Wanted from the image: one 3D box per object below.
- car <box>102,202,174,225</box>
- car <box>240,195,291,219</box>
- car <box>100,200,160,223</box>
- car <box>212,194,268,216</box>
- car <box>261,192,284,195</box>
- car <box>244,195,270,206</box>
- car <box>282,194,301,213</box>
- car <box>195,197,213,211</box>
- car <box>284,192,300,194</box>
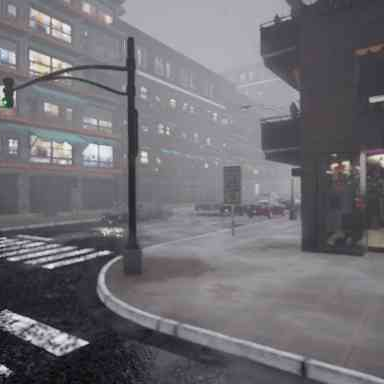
[{"bbox_3d":[-3.422,1.387,22.299,2.033,1.411,5.357,-1,0,35],"label":"car"},{"bbox_3d":[5.633,1.196,24.937,1.887,1.381,4.507,0,1,35],"label":"car"},{"bbox_3d":[-4.620,1.410,25.296,1.947,1.339,4.313,0,1,35],"label":"car"},{"bbox_3d":[4.072,1.159,27.537,2.128,1.511,4.902,-1,0,35],"label":"car"},{"bbox_3d":[8.878,0.851,39.691,2.097,1.767,4.553,-1,0,35],"label":"car"},{"bbox_3d":[8.546,1.062,43.719,1.802,1.307,4.206,0,1,35],"label":"car"},{"bbox_3d":[8.841,1.143,29.602,1.802,1.307,4.206,0,1,35],"label":"car"},{"bbox_3d":[2.016,1.227,34.474,1.947,1.339,4.313,0,1,35],"label":"car"},{"bbox_3d":[15.076,0.865,52.967,1.947,1.339,4.313,0,1,35],"label":"car"}]
